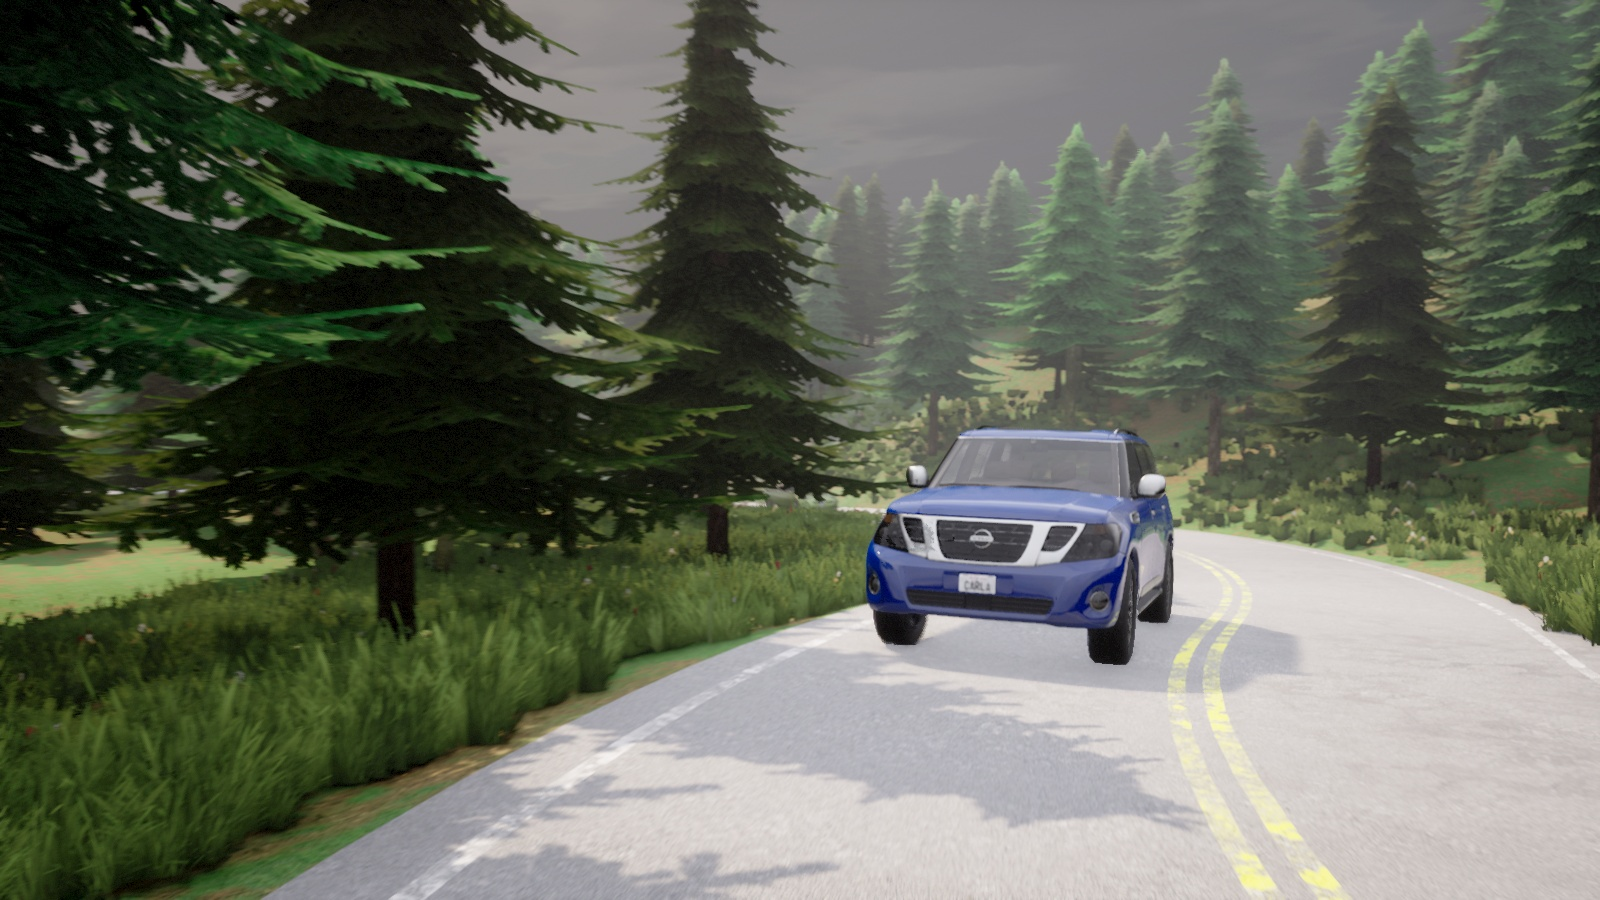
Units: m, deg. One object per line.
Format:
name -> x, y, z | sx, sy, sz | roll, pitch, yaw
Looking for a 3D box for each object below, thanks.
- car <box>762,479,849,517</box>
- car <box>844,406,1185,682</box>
car -> 0.187, 2.108, 55.938 | 2.007, 1.525, 4.514 | -2, -1, -26
car -> 2.416, 0.754, 12.398 | 2.150, 2.045, 5.566 | 1, -1, 22
